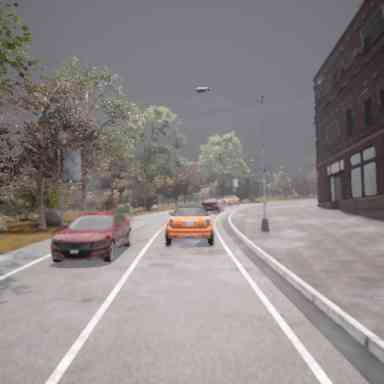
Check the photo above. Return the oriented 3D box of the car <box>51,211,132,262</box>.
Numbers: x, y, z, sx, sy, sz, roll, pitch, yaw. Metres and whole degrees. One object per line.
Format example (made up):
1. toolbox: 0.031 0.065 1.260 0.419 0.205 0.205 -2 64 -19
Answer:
1. car: -3.478 1.490 12.316 1.882 1.535 5.008 0 0 0

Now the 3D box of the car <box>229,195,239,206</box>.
1. car: 5.644 1.286 51.818 2.097 1.767 4.553 -3 -1 31

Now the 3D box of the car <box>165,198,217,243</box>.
1. car: -0.093 1.355 16.161 2.097 1.767 4.553 0 0 0

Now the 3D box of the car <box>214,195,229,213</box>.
1. car: 2.285 1.390 35.165 1.882 1.535 5.008 -2 0 14
